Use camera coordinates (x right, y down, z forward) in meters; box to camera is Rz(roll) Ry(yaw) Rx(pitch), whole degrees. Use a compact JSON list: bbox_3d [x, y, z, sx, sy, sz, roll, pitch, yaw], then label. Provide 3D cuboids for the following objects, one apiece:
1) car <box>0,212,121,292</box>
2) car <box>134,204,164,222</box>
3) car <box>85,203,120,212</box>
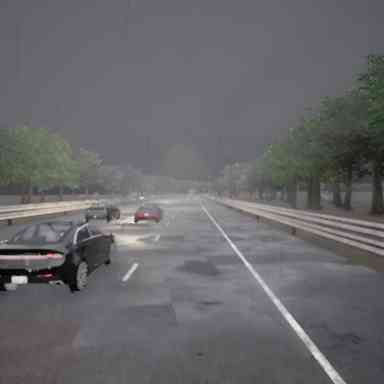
[{"bbox_3d":[-3.397,1.522,8.977,2.128,1.511,4.902,0,0,0],"label":"car"},{"bbox_3d":[-3.393,1.650,26.847,1.994,1.385,4.181,0,0,0],"label":"car"},{"bbox_3d":[-6.895,1.576,26.095,2.128,1.511,4.902,0,0,0],"label":"car"}]
